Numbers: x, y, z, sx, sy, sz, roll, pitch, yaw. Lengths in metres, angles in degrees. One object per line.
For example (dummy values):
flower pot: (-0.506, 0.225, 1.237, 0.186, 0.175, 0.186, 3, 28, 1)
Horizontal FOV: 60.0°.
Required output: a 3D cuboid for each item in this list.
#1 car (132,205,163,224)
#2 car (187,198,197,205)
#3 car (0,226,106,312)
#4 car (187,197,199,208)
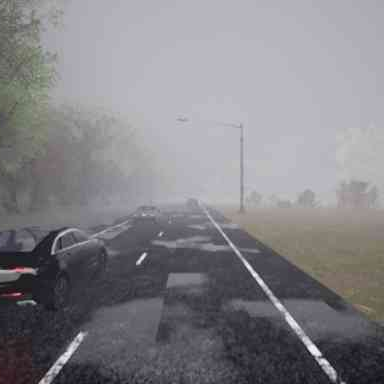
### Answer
car: (-3.394, 1.694, 25.941, 2.033, 1.411, 5.357, 0, 0, 0)
car: (0.018, 1.890, 67.571, 1.837, 1.490, 4.892, 0, 0, 0)
car: (-3.401, 1.536, 7.774, 2.128, 1.511, 4.902, 0, 0, 0)
car: (0.112, 1.781, 53.016, 1.882, 1.535, 5.008, 0, -1, 0)
